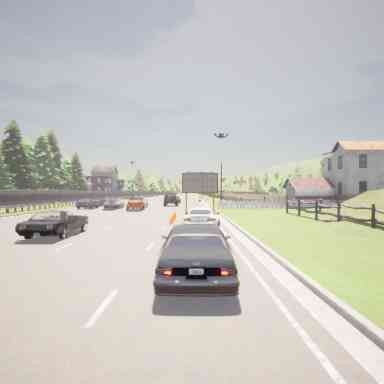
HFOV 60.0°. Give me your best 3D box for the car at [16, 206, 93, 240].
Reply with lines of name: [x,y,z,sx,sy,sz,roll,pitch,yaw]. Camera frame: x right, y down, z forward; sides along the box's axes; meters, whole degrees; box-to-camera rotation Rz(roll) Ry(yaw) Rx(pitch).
car: [-6.879,1.601,16.994,1.895,1.301,4.718,0,0,0]

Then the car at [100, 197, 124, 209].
car: [-10.344,1.601,44.434,1.895,1.301,4.718,0,0,0]

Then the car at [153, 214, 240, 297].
car: [0.108,1.547,8.770,2.033,1.411,5.357,0,0,1]

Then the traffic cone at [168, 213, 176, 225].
traffic cone: [-1.459,1.955,23.127,0.340,0.580,0.340,0,0,0]

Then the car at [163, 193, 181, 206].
car: [-3.334,1.221,53.307,2.150,2.045,5.566,0,0,0]

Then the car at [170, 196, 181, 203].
car: [-3.315,1.564,68.522,1.994,1.385,4.181,0,0,0]

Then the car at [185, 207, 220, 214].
car: [0.556,1.538,18.432,1.812,1.442,4.674,0,-1,5]

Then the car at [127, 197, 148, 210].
car: [-6.847,1.351,42.217,2.097,1.767,4.553,0,0,0]

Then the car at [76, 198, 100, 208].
car: [-13.825,1.547,44.175,2.033,1.411,5.357,0,0,-1]

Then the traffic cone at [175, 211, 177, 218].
traffic cone: [-1.456,1.955,25.127,0.340,0.580,0.340,0,0,0]

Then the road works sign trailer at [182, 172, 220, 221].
road works sign trailer: [0.514,0.464,22.046,2.380,3.560,2.880,0,0,-4]

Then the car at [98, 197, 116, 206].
car: [-13.832,1.564,54.390,1.994,1.385,4.181,0,0,0]
